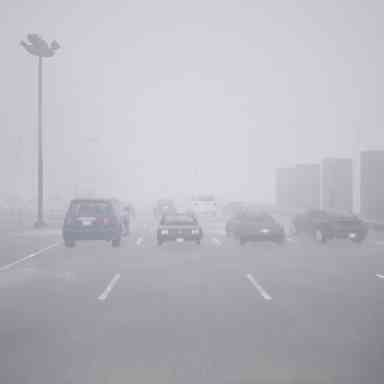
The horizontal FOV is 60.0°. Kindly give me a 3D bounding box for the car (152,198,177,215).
[{"bbox_3d":[-2.614,1.364,30.935,2.097,1.767,4.553,0,0,-10],"label":"car"}]

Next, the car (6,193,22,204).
[{"bbox_3d":[-32.851,1.192,61.493,2.150,2.045,5.566,0,0,-21],"label":"car"}]

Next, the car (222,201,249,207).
[{"bbox_3d":[4.284,1.561,32.127,2.033,1.411,5.357,0,0,-10],"label":"car"}]

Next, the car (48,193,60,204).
[{"bbox_3d":[-26.403,1.183,64.220,2.150,2.045,5.566,0,0,-21],"label":"car"}]

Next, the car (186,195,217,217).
[{"bbox_3d":[0.827,1.255,31.575,2.150,2.045,5.566,0,0,-10],"label":"car"}]

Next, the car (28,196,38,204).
[{"bbox_3d":[-29.637,1.462,62.885,1.837,1.490,4.892,0,0,-21],"label":"car"}]

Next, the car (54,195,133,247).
[{"bbox_3d":[-4.146,1.255,15.100,2.150,2.045,5.566,0,0,-5],"label":"car"}]

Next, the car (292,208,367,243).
[{"bbox_3d":[6.320,1.514,15.945,1.837,1.490,4.892,0,0,-5],"label":"car"}]

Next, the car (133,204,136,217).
[{"bbox_3d":[-6.071,1.530,30.383,1.812,1.442,4.674,0,0,-10],"label":"car"}]

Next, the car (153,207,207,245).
[{"bbox_3d":[-0.658,1.613,15.392,1.895,1.301,4.718,0,0,-5],"label":"car"}]

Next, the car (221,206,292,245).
[{"bbox_3d":[2.832,1.570,15.654,1.994,1.385,4.181,0,0,-5],"label":"car"}]
